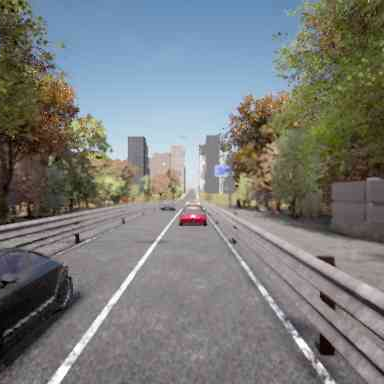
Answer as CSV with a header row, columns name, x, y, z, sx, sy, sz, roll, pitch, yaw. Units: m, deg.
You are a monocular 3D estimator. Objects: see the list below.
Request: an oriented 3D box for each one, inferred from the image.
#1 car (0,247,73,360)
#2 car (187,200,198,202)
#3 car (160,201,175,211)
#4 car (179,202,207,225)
name,x,y,z,sx,sy,sz,roll,pitch,yaw
car,-3.349,1.565,4.918,1.994,1.385,4.181,0,0,0
car,0.098,1.830,43.458,1.882,1.535,5.008,0,-1,0
car,-3.330,1.959,46.903,2.033,1.411,5.357,0,-1,0
car,0.083,1.674,25.081,1.994,1.385,4.181,0,-1,0
